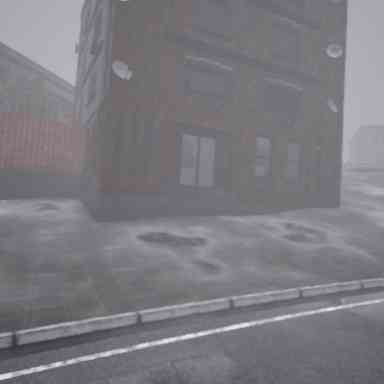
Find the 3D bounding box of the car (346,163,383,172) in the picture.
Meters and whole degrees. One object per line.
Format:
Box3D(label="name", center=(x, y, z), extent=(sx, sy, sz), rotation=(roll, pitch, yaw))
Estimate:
Box3D(label="car", center=(21.016, -2.624, 40.002), extent=(4.553, 1.767, 2.185), rotation=(2, -3, 17))
